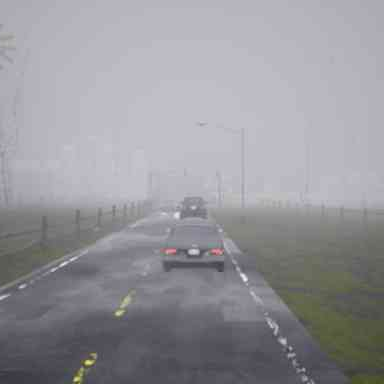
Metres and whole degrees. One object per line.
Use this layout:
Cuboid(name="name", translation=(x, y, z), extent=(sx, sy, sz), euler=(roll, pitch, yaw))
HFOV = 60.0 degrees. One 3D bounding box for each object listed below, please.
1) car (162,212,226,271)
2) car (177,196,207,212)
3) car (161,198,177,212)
Cuboid(name="car", translation=(0.075, 1.610, 11.118), extent=(2.033, 1.411, 5.357), euler=(0, 0, 1))
Cuboid(name="car", translation=(0.150, 1.384, 28.770), extent=(2.150, 2.045, 5.566), euler=(0, 0, 1))
Cuboid(name="car", translation=(-2.693, 1.585, 41.504), extent=(2.097, 1.767, 4.553), euler=(0, 0, 1))
